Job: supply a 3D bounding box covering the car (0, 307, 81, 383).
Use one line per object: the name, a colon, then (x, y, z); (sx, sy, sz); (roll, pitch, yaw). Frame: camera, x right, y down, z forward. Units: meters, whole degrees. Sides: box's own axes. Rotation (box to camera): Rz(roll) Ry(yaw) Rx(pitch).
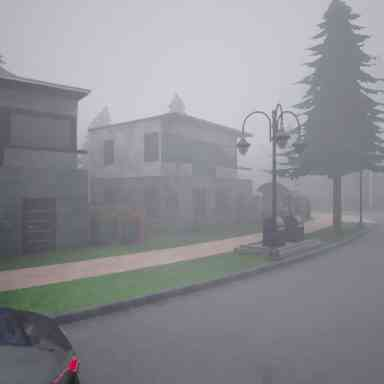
car: (-2.912, 1.564, 2.156); (4.181, 1.385, 1.994); (0, 0, -36)
